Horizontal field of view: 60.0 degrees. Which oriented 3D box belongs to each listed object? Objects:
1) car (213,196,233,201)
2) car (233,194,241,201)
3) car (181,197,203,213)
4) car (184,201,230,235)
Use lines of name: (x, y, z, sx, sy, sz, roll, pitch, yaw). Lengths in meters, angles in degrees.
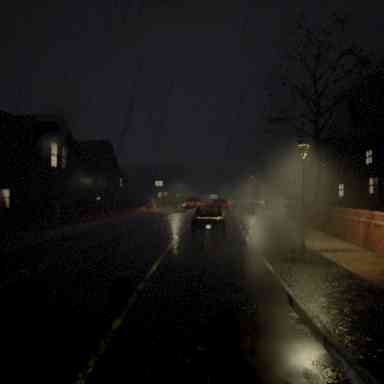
car: (3.158, 1.440, 36.534, 1.882, 1.535, 5.008, 0, 0, 9)
car: (10.219, 1.300, 76.991, 1.837, 1.490, 4.892, -1, 0, 18)
car: (0.151, 1.331, 36.329, 2.097, 1.767, 4.553, 0, 0, 9)
car: (1.005, 1.485, 18.814, 2.128, 1.511, 4.902, 0, 0, 5)
